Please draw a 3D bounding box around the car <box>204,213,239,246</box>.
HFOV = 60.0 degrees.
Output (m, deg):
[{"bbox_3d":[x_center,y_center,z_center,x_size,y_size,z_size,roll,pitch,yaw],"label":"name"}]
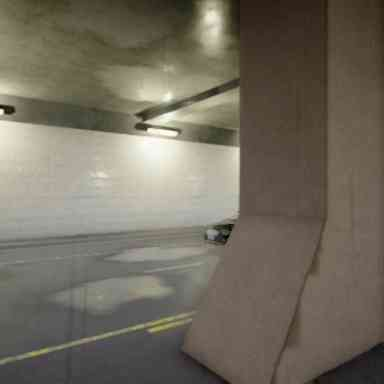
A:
[{"bbox_3d":[2.752,1.542,14.552,4.902,1.511,2.128,0,0,-35],"label":"car"}]
